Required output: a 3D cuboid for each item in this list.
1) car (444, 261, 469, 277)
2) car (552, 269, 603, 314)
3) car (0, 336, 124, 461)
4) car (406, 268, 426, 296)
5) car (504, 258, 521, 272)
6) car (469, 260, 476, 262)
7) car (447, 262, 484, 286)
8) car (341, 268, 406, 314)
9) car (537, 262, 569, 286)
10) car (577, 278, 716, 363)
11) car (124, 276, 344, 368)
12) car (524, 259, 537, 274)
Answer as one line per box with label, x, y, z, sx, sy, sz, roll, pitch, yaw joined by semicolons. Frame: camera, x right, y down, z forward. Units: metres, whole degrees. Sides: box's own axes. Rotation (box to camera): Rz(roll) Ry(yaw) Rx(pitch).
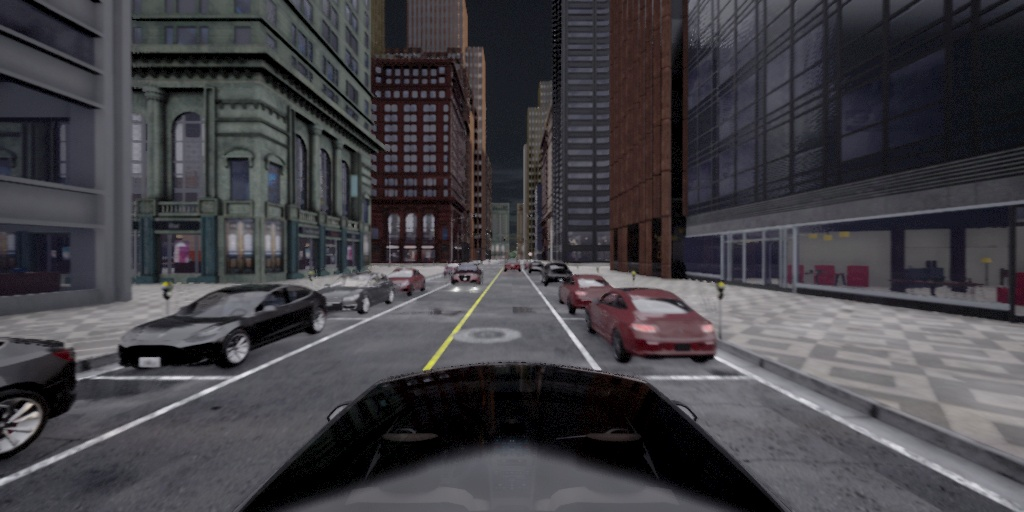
car;-5.740;1.328;36.063;1.802;1.307;4.207;0;0;0
car;2.771;1.327;13.517;1.802;1.307;4.207;0;0;0
car;-5.762;1.316;2.244;1.948;1.339;4.313;0;0;0
car;-5.751;1.326;19.154;1.802;1.307;4.207;0;0;0
car;0.085;1.102;45.849;2.097;1.767;4.553;0;0;1
car;-5.736;1.314;41.699;1.948;1.339;4.313;0;0;0
car;-3.080;1.308;25.455;1.994;1.385;4.181;0;0;0
car;-5.755;1.296;13.516;2.007;1.370;4.403;0;0;0
car;3.016;1.250;25.006;1.837;1.490;4.892;0;0;0
car;2.767;1.329;7.880;1.802;1.307;4.207;0;0;0
car;-5.758;1.313;7.880;1.948;1.339;4.313;0;0;0
car;2.789;1.314;41.696;1.948;1.339;4.313;0;0;0
